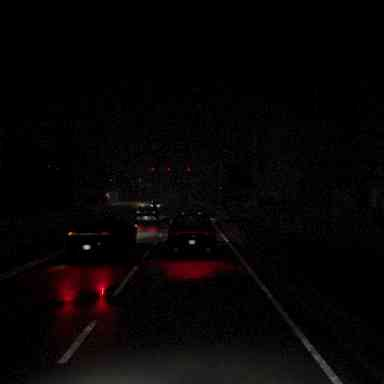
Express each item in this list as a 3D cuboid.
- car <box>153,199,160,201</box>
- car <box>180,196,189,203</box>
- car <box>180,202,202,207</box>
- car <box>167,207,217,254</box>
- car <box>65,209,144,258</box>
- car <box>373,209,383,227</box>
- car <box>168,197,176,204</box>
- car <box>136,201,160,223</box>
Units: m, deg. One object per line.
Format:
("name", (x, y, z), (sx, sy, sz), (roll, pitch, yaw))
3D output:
("car", (-8.810, 2.436, 81.329), (1.812, 1.442, 4.674), (0, -1, -2))
("car", (-1.990, 2.208, 88.181), (2.150, 2.045, 5.566), (0, -1, -2))
("car", (0.231, 1.851, 28.952), (1.812, 1.442, 4.674), (0, 0, 9))
("car", (0.022, 1.638, 14.230), (1.882, 1.535, 5.008), (0, 0, 0))
("car", (-3.485, 1.645, 13.479), (2.128, 1.511, 4.902), (0, 0, 0))
("car", (14.263, 1.394, 21.296), (4.605, 1.855, 1.932), (0, -1, -2))
("car", (-5.487, 2.520, 88.024), (2.033, 1.411, 5.357), (0, -1, -2))
("car", (-3.846, 1.813, 28.503), (2.128, 1.511, 4.902), (0, -1, -6))
